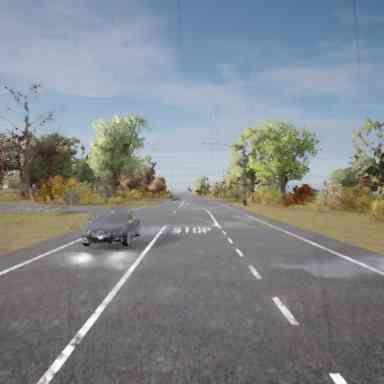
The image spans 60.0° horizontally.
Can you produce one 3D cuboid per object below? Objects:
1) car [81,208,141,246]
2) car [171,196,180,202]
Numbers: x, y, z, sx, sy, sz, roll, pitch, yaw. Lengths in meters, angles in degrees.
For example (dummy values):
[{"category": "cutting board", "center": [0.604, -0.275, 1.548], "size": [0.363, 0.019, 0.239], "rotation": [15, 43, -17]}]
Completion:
[{"category": "car", "center": [-3.498, 1.508, 15.135], "size": [1.837, 1.490, 4.892], "rotation": [0, 0, 0]}, {"category": "car", "center": [-3.778, 1.517, 77.957], "size": [1.994, 1.385, 4.181], "rotation": [0, 0, -1]}]
